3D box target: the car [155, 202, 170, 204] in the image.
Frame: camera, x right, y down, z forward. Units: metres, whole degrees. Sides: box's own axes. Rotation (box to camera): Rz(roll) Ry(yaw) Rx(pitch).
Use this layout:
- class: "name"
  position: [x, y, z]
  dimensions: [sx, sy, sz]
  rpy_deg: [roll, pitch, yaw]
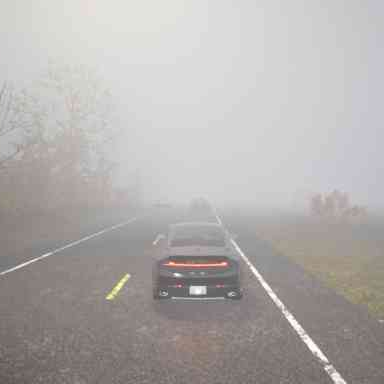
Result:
- class: "car"
  position: [-2.777, 1.237, 34.523]
  dimensions: [1.895, 1.301, 4.718]
  rpy_deg: [0, 0, 3]

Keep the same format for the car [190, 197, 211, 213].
- class: "car"
  position: [0.985, 1.381, 37.446]
  dimensions: [2.097, 1.767, 4.553]
  rpy_deg: [0, 0, 4]

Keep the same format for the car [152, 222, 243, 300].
- class: "car"
  position: [0.137, 1.508, 8.369]
  dimensions: [1.837, 1.490, 4.892]
  rpy_deg: [0, 0, 1]
